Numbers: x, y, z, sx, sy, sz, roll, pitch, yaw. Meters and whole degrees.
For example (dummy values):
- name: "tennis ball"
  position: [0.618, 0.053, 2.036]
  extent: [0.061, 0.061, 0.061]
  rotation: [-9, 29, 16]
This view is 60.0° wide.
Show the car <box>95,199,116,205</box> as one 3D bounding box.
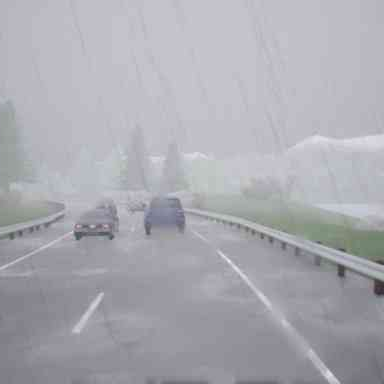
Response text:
- name: "car"
  position: [-9.373, 1.486, 36.074]
  extent: [2.097, 1.767, 4.553]
  rotation: [0, 0, -17]

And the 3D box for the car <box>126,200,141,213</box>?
- name: "car"
  position: [-6.359, 1.678, 38.284]
  extent: [2.033, 1.411, 5.357]
  rotation: [0, 0, -19]

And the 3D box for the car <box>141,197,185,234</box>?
- name: "car"
  position: [-1.748, 1.284, 19.834]
  extent: [2.150, 2.045, 5.566]
  rotation: [0, 0, -10]

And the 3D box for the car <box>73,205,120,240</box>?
- name: "car"
  position: [-4.873, 1.613, 17.463]
  extent: [2.033, 1.411, 5.357]
  rotation: [0, 0, -9]
